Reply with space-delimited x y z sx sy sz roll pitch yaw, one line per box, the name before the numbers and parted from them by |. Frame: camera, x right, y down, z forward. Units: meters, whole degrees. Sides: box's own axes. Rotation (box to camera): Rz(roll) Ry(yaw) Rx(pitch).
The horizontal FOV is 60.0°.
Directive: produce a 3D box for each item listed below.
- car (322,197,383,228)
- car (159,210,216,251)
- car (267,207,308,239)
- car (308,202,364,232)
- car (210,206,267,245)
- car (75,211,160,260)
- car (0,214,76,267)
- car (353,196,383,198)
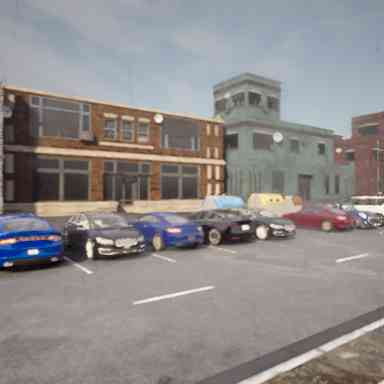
car | 10.042 1.441 22.389 2.185 1.767 4.553 0 0 -35
car | -1.336 1.547 14.256 2.002 1.452 4.674 0 0 -35
car | 3.188 1.529 17.485 2.231 1.521 4.892 0 0 -35
car | 7.722 1.592 20.697 2.002 1.452 4.674 0 0 -35
car | 0.910 1.547 15.892 2.163 1.488 4.792 0 0 -35
car | -3.504 1.500 12.725 2.231 1.521 4.892 0 0 -35
car | -5.762 1.491 11.105 2.097 1.535 5.008 0 0 -35
car | 12.337 1.329 24.016 2.435 2.045 5.566 0 0 -35
